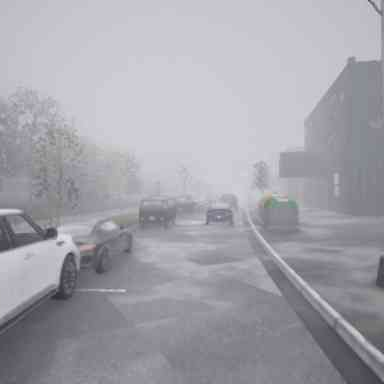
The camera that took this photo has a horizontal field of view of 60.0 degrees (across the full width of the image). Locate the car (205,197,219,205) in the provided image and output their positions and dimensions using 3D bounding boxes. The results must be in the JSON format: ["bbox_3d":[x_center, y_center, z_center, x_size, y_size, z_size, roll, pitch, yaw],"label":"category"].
[{"bbox_3d":[3.607,1.569,60.043,2.002,1.452,4.674,0,0,9],"label":"car"}]

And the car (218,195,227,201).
[{"bbox_3d":[8.551,1.551,92.094,1.946,1.575,5.366,0,0,11],"label":"car"}]

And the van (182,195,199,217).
[{"bbox_3d":[-0.759,1.279,31.698,1.878,1.987,4.442,-1,1,6],"label":"van"}]

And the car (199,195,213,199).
[{"bbox_3d":[1.071,1.506,43.582,2.231,1.521,4.892,0,1,7],"label":"car"}]

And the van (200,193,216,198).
[{"bbox_3d":[1.941,1.303,49.200,1.878,1.987,4.442,0,0,11],"label":"van"}]

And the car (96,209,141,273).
[{"bbox_3d":[-3.239,1.531,10.642,2.002,1.452,4.674,-1,1,4],"label":"car"}]

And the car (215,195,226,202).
[{"bbox_3d":[6.983,1.540,81.962,2.097,1.535,5.008,0,0,11],"label":"car"}]

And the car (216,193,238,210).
[{"bbox_3d":[4.745,1.235,42.759,2.150,2.045,5.566,0,0,9],"label":"car"}]

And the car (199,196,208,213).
[{"bbox_3d":[0.231,1.536,38.135,2.163,1.488,4.792,0,1,7],"label":"car"}]

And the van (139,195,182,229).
[{"bbox_3d":[-2.122,1.275,21.840,1.878,1.987,4.442,-1,1,6],"label":"van"}]

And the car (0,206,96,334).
[{"bbox_3d":[-3.572,1.230,5.090,2.435,2.045,5.566,-1,1,0],"label":"car"}]

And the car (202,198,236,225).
[{"bbox_3d":[2.110,1.493,24.623,1.882,1.535,5.008,0,0,7],"label":"car"}]
